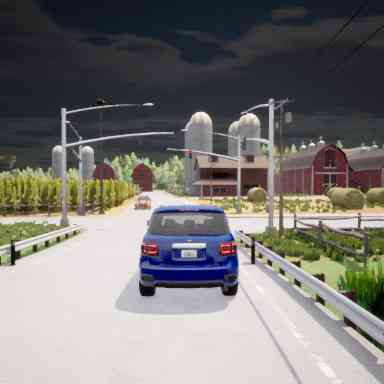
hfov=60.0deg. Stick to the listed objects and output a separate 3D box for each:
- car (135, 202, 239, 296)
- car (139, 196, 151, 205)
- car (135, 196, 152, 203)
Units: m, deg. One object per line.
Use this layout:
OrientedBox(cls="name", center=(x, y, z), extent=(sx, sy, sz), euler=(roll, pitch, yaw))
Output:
OrientedBox(cls="car", center=(-0.106, 1.367, 9.096), extent=(2.150, 2.045, 5.566), euler=(0, -2, -1))
OrientedBox(cls="car", center=(-8.000, 1.353, 56.478), extent=(1.994, 1.385, 4.181), euler=(0, 1, -8))
OrientedBox(cls="car", center=(-6.374, 1.345, 43.553), extent=(2.097, 1.767, 4.553), euler=(0, 1, -7))
